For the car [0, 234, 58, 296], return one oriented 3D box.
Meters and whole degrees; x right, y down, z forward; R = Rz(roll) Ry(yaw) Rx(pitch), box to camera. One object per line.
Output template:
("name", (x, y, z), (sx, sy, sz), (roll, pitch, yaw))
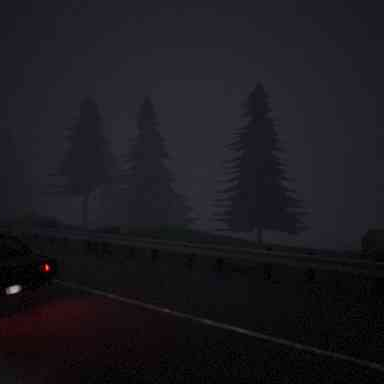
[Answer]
("car", (-5.342, 1.686, 8.023), (4.718, 1.301, 1.895), (-1, 0, 37))
